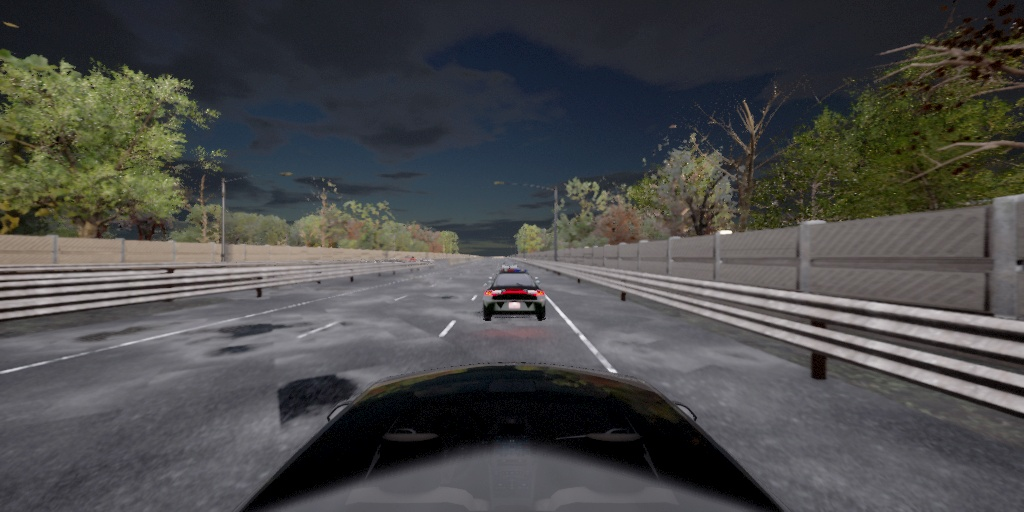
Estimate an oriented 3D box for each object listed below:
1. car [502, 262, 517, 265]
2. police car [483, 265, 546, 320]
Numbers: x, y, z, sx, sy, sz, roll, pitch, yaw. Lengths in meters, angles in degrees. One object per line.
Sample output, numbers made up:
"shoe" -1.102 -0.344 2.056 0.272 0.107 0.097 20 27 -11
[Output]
"car" -0.303 1.373 44.714 1.895 1.301 4.718 0 0 -1
"police car" 0.065 1.259 12.772 2.038 1.542 4.974 0 0 0
